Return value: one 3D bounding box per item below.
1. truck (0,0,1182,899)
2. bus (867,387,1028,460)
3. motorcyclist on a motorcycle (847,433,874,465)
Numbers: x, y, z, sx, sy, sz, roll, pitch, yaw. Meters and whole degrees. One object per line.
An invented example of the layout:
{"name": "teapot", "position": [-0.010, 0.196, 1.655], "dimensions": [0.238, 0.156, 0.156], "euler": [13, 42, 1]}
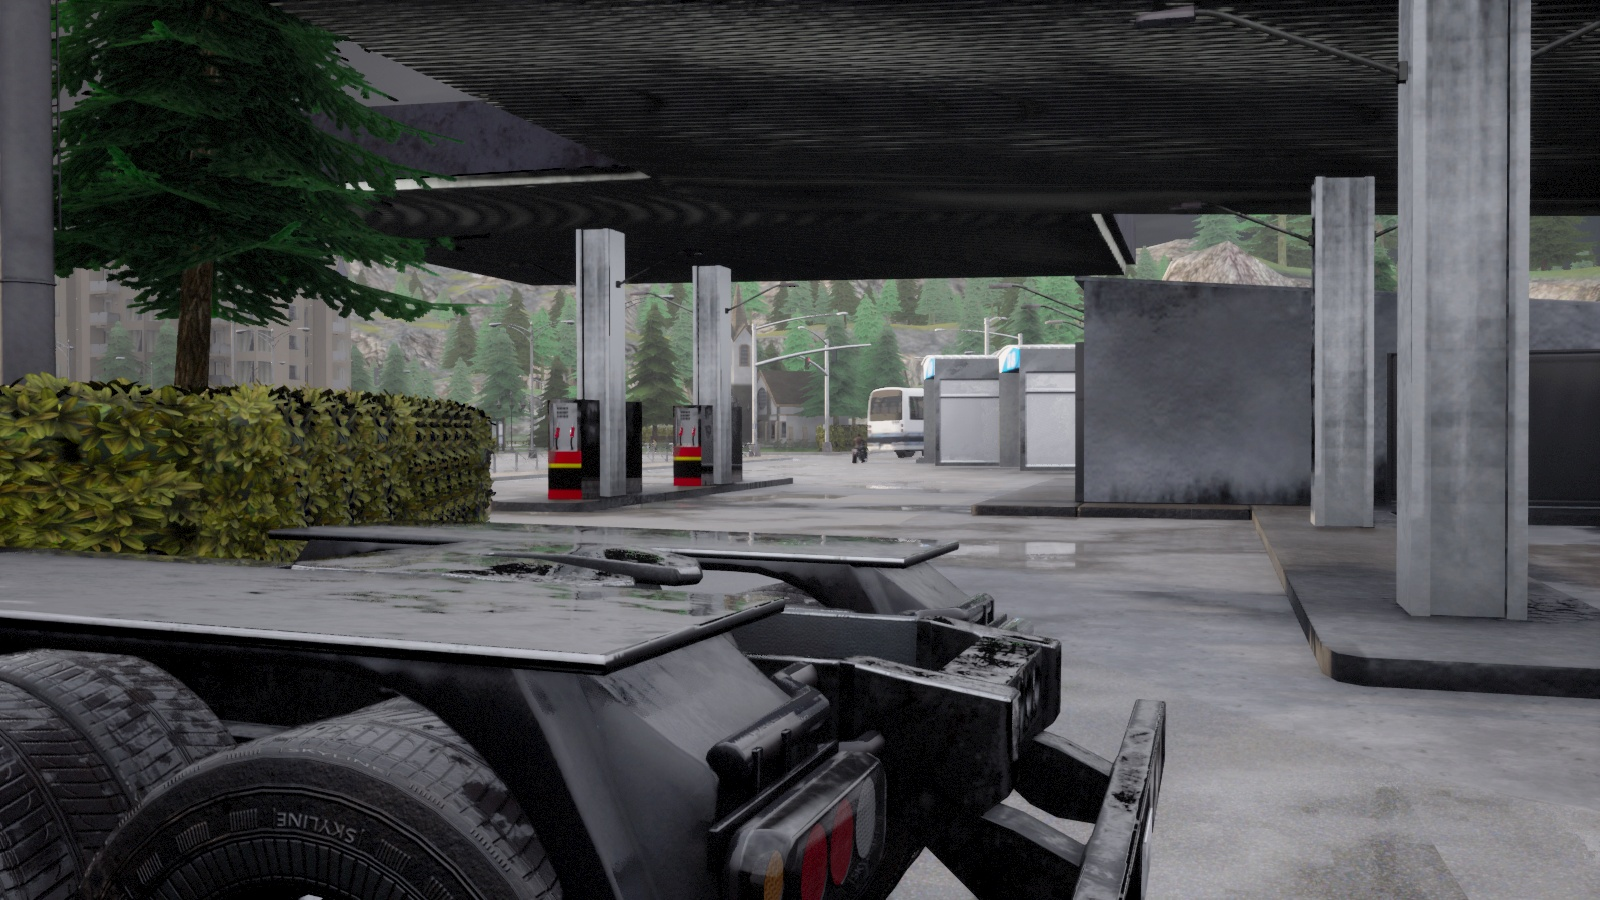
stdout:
{"name": "truck", "position": [-2.955, -0.168, 4.152], "dimensions": [7.936, 3.462, 2.891], "euler": [1, 0, 18]}
{"name": "bus", "position": [9.293, -1.574, 78.083], "dimensions": [10.273, 4.253, 3.944], "euler": [0, 0, -41]}
{"name": "motorcyclist on a motorcycle", "position": [3.182, -0.073, 65.786], "dimensions": [0.766, 1.649, 2.350], "euler": [1, 1, 19]}
